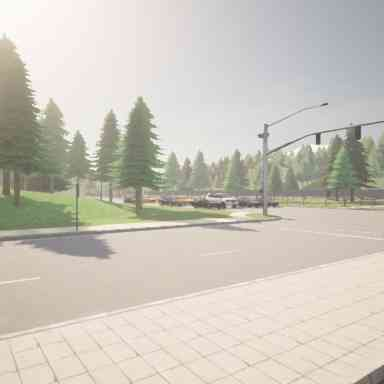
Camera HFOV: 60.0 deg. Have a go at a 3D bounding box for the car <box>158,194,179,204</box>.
[{"bbox_3d":[-4.758,1.352,66.100,2.097,1.767,4.553,0,0,-35],"label":"car"}]

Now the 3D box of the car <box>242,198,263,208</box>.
[{"bbox_3d":[7.682,1.547,48.315,2.033,1.411,5.357,0,0,-35],"label":"car"}]

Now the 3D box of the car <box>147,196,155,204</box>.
[{"bbox_3d":[-8.740,1.478,65.682,1.882,1.535,5.008,0,0,-35],"label":"car"}]

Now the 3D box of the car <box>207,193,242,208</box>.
[{"bbox_3d":[4.124,1.221,47.298,2.150,2.045,5.566,0,0,-34],"label":"car"}]

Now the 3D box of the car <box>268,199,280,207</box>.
[{"bbox_3d":[10.608,1.547,50.244,2.033,1.411,5.357,0,0,-35],"label":"car"}]

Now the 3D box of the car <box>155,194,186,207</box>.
[{"bbox_3d":[-3.420,1.505,51.930,1.837,1.490,4.892,0,0,-35],"label":"car"}]

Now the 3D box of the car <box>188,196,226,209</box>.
[{"bbox_3d":[1.937,1.601,44.308,1.895,1.301,4.718,0,0,-35],"label":"car"}]

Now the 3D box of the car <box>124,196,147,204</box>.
[{"bbox_3d":[-11.210,1.548,63.085,2.033,1.411,5.357,0,0,-35],"label":"car"}]

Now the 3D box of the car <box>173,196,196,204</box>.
[{"bbox_3d":[-1.633,1.547,67.764,2.033,1.411,5.357,0,0,-35],"label":"car"}]

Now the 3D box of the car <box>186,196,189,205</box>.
[{"bbox_3d":[-1.489,1.478,55.273,1.882,1.535,5.008,0,0,-35],"label":"car"}]

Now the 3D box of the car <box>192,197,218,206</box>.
[{"bbox_3d":[2.170,1.601,56.162,1.895,1.301,4.718,0,0,-35],"label":"car"}]
